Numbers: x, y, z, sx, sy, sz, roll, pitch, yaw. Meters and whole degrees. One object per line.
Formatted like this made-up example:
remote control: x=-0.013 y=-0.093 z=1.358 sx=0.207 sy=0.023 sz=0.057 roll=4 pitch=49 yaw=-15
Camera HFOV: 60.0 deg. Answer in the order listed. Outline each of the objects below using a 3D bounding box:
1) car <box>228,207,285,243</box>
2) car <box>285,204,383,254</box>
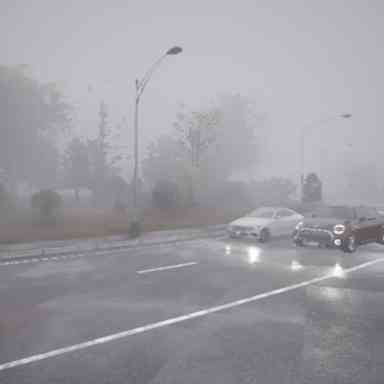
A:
car: x=3.737 y=1.475 z=16.049 sx=4.674 sy=1.442 sz=1.812 roll=-1 pitch=0 yaw=-42
car: x=6.126 y=1.308 z=13.542 sx=4.553 sy=1.767 sz=2.097 roll=0 pitch=0 yaw=-40
